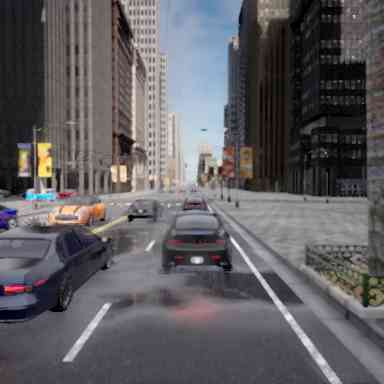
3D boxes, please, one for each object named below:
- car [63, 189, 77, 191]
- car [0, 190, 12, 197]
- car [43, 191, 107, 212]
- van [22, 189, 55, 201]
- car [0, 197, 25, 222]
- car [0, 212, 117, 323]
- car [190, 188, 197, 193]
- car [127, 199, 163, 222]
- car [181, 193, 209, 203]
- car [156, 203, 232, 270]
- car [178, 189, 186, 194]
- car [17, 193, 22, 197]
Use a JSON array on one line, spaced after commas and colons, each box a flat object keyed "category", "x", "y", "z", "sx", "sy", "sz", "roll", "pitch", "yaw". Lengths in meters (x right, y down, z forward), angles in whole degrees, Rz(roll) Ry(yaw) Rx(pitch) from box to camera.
[{"category": "car", "x": -20.376, "y": 0.326, "z": 53.971, "sx": 4.097, "sy": 1.590, "sz": 1.967, "roll": 1, "pitch": 1, "yaw": 0}, {"category": "car", "x": -31.626, "y": 0.333, "z": 54.064, "sx": 4.403, "sy": 1.369, "sz": 2.008, "roll": 1, "pitch": 1, "yaw": 0}, {"category": "car", "x": -6.495, "y": 1.007, "z": 19.420, "sx": 2.097, "sy": 1.767, "sz": 4.553, "roll": 0, "pitch": 1, "yaw": 0}, {"category": "van", "x": -20.446, "y": 0.438, "z": 45.447, "sx": 3.998, "sy": 1.788, "sz": 1.690, "roll": 1, "pitch": 1, "yaw": 0}, {"category": "car", "x": -9.773, "y": 1.211, "z": 14.918, "sx": 1.882, "sy": 1.535, "sz": 5.008, "roll": 0, "pitch": 1, "yaw": 0}, {"category": "car", "x": -3.130, "y": 1.415, "z": 7.285, "sx": 2.033, "sy": 1.411, "sz": 5.357, "roll": 0, "pitch": 1, "yaw": 0}, {"category": "car", "x": 0.465, "y": -0.223, "z": 90.800, "sx": 1.837, "sy": 1.490, "sz": 4.892, "roll": 0, "pitch": 1, "yaw": 0}, {"category": "car", "x": -3.051, "y": 1.153, "z": 22.368, "sx": 2.033, "sy": 1.411, "sz": 5.357, "roll": 0, "pitch": 1, "yaw": 1}, {"category": "car", "x": 0.221, "y": 1.058, "z": 25.533, "sx": 1.837, "sy": 1.490, "sz": 4.892, "roll": 0, "pitch": 1, "yaw": 0}, {"category": "car", "x": 0.144, "y": 1.321, "z": 10.298, "sx": 1.837, "sy": 1.490, "sz": 4.892, "roll": 0, "pitch": 1, "yaw": 0}, {"category": "car", "x": -2.783, "y": -0.188, "z": 91.200, "sx": 1.812, "sy": 1.442, "sz": 4.674, "roll": 0, "pitch": 1, "yaw": 0}, {"category": "car", "x": -26.001, "y": 0.400, "z": 54.019, "sx": 4.313, "sy": 1.339, "sz": 1.947, "roll": 1, "pitch": 1, "yaw": 0}]
